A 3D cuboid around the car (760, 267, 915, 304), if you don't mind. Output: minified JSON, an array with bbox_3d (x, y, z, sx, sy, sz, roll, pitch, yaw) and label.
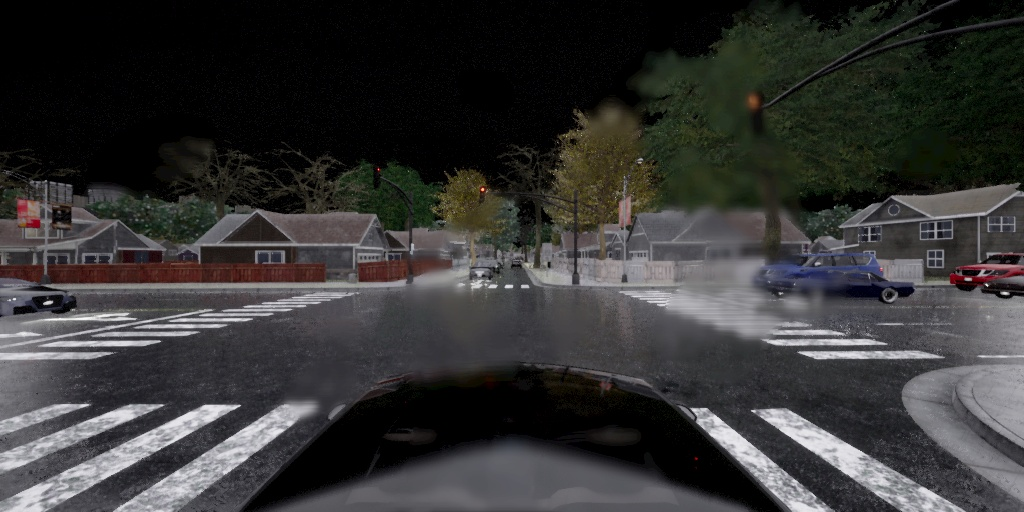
[{"bbox_3d":[13.557,1.260,15.045,4.718,1.301,1.895,0,0,1],"label":"car"}]

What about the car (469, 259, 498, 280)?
[{"bbox_3d":[-2.615,1.255,31.448,2.128,1.511,4.902,0,0,0],"label":"car"}]

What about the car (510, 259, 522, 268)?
[{"bbox_3d":[0.747,1.300,61.391,1.837,1.490,4.892,0,0,1],"label":"car"}]

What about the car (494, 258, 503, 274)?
[{"bbox_3d":[-2.465,1.125,41.740,2.097,1.767,4.553,0,0,1],"label":"car"}]

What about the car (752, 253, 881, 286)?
[{"bbox_3d":[15.487,0.868,18.277,5.566,2.045,2.150,0,0,1],"label":"car"}]

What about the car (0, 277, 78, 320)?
[{"bbox_3d":[-17.589,1.410,12.112,4.181,1.385,1.994,0,0,1],"label":"car"}]

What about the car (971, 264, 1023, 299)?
[{"bbox_3d":[23.207,1.153,14.888,5.357,1.411,2.033,0,0,1],"label":"car"}]

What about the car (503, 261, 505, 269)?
[{"bbox_3d":[-2.260,1.140,55.522,2.097,1.767,4.553,0,0,1],"label":"car"}]

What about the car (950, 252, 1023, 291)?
[{"bbox_3d":[25.853,0.811,18.091,5.566,2.045,2.150,0,0,1],"label":"car"}]
